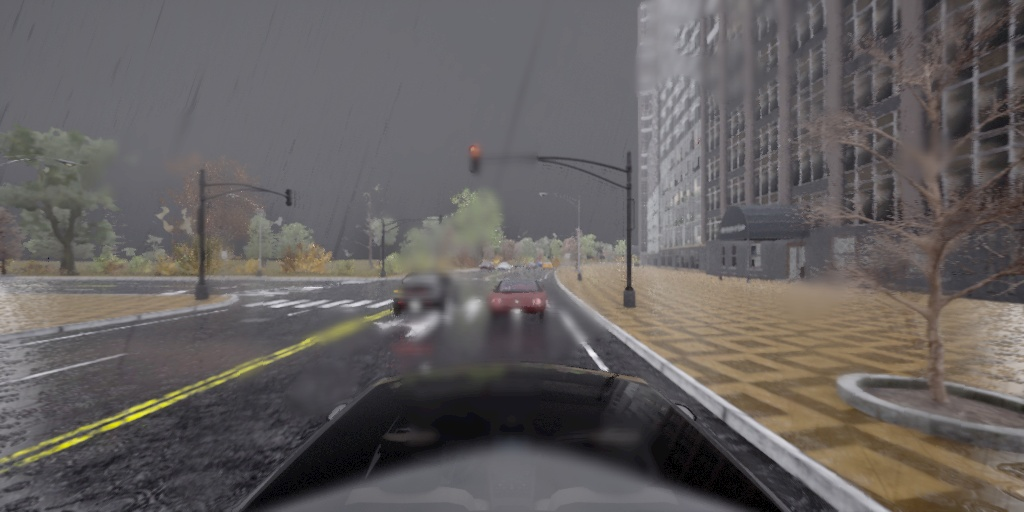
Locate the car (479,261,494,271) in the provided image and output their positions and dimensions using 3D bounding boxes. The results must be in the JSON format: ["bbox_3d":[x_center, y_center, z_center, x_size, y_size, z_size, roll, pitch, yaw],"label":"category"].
[{"bbox_3d":[-4.371,1.687,63.034,2.097,1.767,4.553,0,-1,10],"label":"car"}]

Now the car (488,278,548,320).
[{"bbox_3d":[0.288,1.460,13.165,1.895,1.301,4.718,0,-1,3],"label":"car"}]

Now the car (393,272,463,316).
[{"bbox_3d":[-3.125,1.371,14.035,1.837,1.490,4.892,0,0,0],"label":"car"}]

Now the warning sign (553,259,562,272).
[{"bbox_3d":[6.392,1.339,50.293,1.300,1.860,1.060,0,0,8],"label":"warning sign"}]

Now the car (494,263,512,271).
[{"bbox_3d":[-1.334,1.851,61.636,1.812,1.442,4.674,0,-1,10],"label":"car"}]
